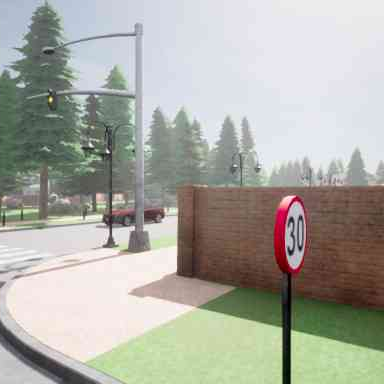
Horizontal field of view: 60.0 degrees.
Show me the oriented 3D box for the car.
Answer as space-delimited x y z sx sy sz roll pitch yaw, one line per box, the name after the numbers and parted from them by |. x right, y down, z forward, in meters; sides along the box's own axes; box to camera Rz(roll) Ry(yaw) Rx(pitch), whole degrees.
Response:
-3.956 1.464 23.097 1.882 1.535 5.008 0 0 34 | car
